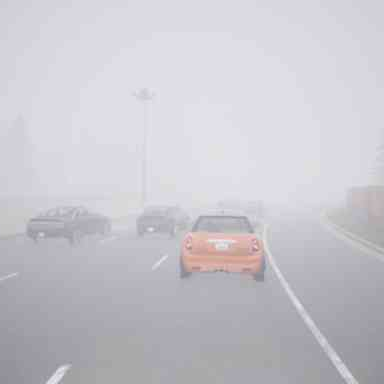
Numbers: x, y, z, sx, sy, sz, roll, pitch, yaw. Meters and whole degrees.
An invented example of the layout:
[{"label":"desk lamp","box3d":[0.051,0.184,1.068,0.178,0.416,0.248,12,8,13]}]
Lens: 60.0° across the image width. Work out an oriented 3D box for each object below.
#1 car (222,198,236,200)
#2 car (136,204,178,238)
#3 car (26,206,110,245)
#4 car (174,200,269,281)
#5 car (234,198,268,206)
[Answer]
[{"label":"car","box3d":[4.088,1.312,34.697,1.882,1.535,5.008,0,0,23]},{"label":"car","box3d":[-1.376,1.411,17.279,1.837,1.490,4.892,0,0,11]},{"label":"car","box3d":[-5.344,1.397,15.091,2.128,1.511,4.902,0,0,10]},{"label":"car","box3d":[0.961,1.303,10.001,2.097,1.767,4.553,0,0,7]},{"label":"car","box3d":[5.396,1.417,28.668,2.033,1.411,5.357,0,0,20]}]
